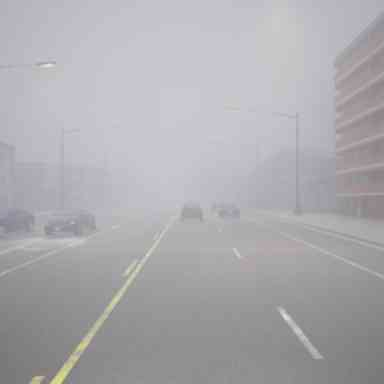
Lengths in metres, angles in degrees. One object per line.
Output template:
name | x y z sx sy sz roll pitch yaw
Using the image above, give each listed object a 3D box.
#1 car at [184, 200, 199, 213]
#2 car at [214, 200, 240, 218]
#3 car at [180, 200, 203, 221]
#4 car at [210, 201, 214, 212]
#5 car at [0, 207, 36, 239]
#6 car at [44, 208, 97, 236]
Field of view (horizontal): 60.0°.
car | 0.003 1.880 43.786 1.837 1.490 4.892 0 -1 0
car | 3.564 1.796 32.982 1.994 1.385 4.181 0 0 0
car | -0.013 1.687 29.544 1.882 1.535 5.008 0 0 0
car | 3.544 1.919 45.971 2.128 1.511 4.902 0 -1 0
car | -10.608 1.616 18.580 1.882 1.535 5.008 0 0 0
car | -7.030 1.673 19.740 1.812 1.442 4.674 0 -1 0
